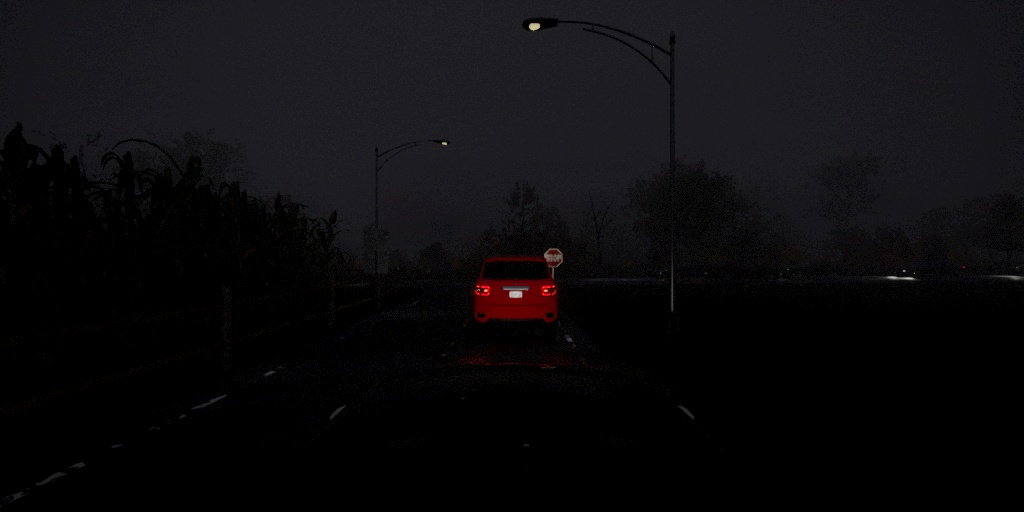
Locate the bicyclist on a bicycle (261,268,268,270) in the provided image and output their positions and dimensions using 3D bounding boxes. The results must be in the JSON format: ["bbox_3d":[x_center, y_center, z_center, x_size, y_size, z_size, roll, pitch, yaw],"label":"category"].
[{"bbox_3d":[-22.479,1.345,32.454,0.582,1.620,1.656,0,0,1],"label":"bicyclist on a bicycle"}]

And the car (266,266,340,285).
[{"bbox_3d":[-15.520,1.410,26.404,5.357,1.411,2.033,0,0,1],"label":"car"}]

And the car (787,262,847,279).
[{"bbox_3d":[23.874,1.129,28.911,4.718,1.301,1.895,0,0,1],"label":"car"}]

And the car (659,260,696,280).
[{"bbox_3d":[14.495,1.099,29.017,4.902,1.511,2.128,0,0,1],"label":"car"}]

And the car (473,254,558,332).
[{"bbox_3d":[0.092,0.971,10.967,2.150,2.045,5.566,0,0,0],"label":"car"}]

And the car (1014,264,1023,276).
[{"bbox_3d":[43.390,0.880,28.645,4.674,1.442,1.812,-1,0,1],"label":"car"}]

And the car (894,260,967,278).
[{"bbox_3d":[33.509,1.008,28.796,4.181,1.385,1.994,-1,0,1],"label":"car"}]

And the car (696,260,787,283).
[{"bbox_3d":[16.554,1.083,26.045,5.008,1.535,1.882,0,0,1],"label":"car"}]
